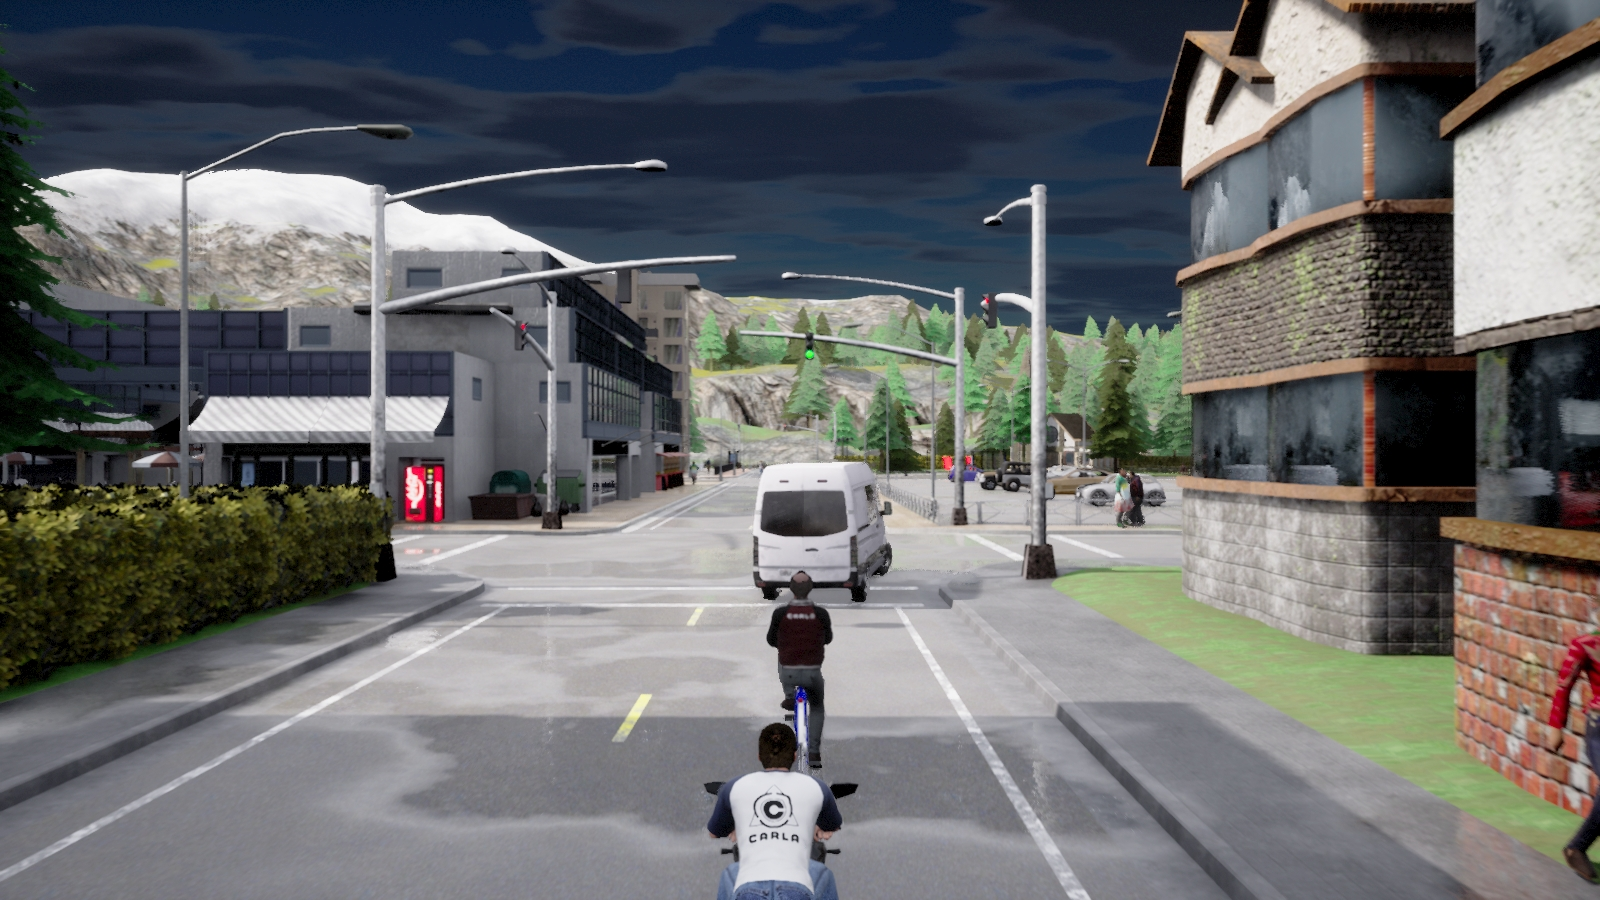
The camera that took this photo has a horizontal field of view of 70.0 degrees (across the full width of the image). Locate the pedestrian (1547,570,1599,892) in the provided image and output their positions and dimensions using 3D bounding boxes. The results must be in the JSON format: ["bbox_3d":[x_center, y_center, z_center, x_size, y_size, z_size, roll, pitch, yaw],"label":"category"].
[{"bbox_3d":[4.831,1.679,6.922,0.375,1.860,0.375,0,0,2],"label":"pedestrian"}]

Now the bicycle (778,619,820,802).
[{"bbox_3d":[-0.008,2.193,9.945,0.329,1.171,1.835,0,0,0],"label":"bicycle"}]

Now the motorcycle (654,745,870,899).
[{"bbox_3d":[-0.125,2.195,5.259,0.803,1.145,2.033,0,0,1],"label":"motorcycle"}]

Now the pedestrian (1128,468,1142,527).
[{"bbox_3d":[10.708,1.509,36.513,0.375,1.860,0.375,0,0,3],"label":"pedestrian"}]

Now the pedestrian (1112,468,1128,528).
[{"bbox_3d":[10.120,1.509,36.154,0.375,1.860,0.375,0,0,40],"label":"pedestrian"}]

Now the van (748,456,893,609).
[{"bbox_3d":[0.588,1.490,23.198,1.988,2.561,5.915,-1,1,10],"label":"van"}]
